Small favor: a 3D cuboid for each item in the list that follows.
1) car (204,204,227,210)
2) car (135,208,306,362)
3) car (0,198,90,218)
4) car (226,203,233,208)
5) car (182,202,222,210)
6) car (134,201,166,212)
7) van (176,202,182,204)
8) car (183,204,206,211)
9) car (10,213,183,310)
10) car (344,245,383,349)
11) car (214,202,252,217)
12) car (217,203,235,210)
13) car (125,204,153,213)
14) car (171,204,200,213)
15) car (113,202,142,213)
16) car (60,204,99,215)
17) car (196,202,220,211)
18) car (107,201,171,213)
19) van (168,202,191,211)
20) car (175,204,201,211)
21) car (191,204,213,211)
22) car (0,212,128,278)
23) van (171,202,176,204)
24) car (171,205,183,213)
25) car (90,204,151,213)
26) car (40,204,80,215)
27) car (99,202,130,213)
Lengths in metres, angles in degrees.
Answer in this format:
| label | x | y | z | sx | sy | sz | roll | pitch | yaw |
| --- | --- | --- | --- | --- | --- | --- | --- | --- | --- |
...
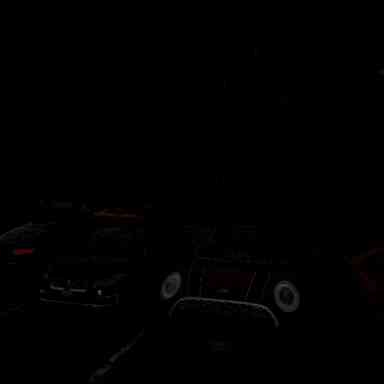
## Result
| label | x | y | z | sx | sy | sz | roll | pitch | yaw |
| --- | --- | --- | --- | --- | --- | --- | --- | --- | --- |
| car | 5.801 | 3.753 | 82.718 | 5.366 | 1.575 | 1.946 | 0 | -2 | 15 |
| car | 0.957 | 1.358 | 6.298 | 2.185 | 1.767 | 4.553 | 1 | -1 | 16 |
| car | -6.278 | 1.220 | 11.454 | 2.435 | 2.045 | 5.566 | 0 | -1 | 16 |
| car | 3.050 | 2.581 | 47.118 | 5.566 | 2.045 | 2.435 | 1 | -1 | 15 |
| car | 1.328 | 2.616 | 44.662 | 4.553 | 1.767 | 2.185 | 1 | -1 | 15 |
| car | -7.935 | 2.783 | 63.198 | 5.566 | 2.045 | 2.435 | 0 | -2 | 15 |
| van | -4.406 | 2.989 | 68.058 | 4.442 | 1.987 | 1.878 | 0 | -2 | 15 |
| car | 0.527 | 3.515 | 75.421 | 4.792 | 1.488 | 2.163 | 0 | -2 | 15 |
| car | -1.461 | 1.480 | 7.991 | 2.231 | 1.521 | 4.892 | 1 | -1 | 16 |
| car | 3.311 | 1.482 | 4.369 | 1.946 | 1.575 | 5.366 | 1 | -1 | 15 |
| car | 6.478 | 2.762 | 52.056 | 5.566 | 2.045 | 2.435 | 1 | -1 | 15 |
| car | 8.987 | 3.811 | 87.663 | 4.553 | 1.767 | 2.185 | 0 | -2 | 14 |
| car | -9.604 | 2.985 | 60.741 | 4.674 | 1.452 | 2.002 | 0 | -2 | 15 |
| car | -2.090 | 2.561 | 39.708 | 5.008 | 1.535 | 2.097 | 1 | -1 | 15 |
| car | -11.267 | 2.729 | 58.285 | 4.553 | 1.767 | 2.185 | 0 | -2 | 15 |
| car | -17.040 | 2.556 | 50.321 | 5.366 | 1.575 | 1.946 | 0 | -2 | 15 |
| car | 3.912 | 3.415 | 80.323 | 5.566 | 2.045 | 2.435 | 0 | -2 | 15 |
| car | -5.518 | 2.116 | 34.765 | 5.566 | 2.045 | 2.435 | 2 | -1 | 15 |
| van | -2.713 | 3.080 | 70.507 | 4.442 | 1.987 | 1.878 | 0 | -2 | 15 |
| car | -0.954 | 3.392 | 72.926 | 5.366 | 1.575 | 1.946 | 0 | -2 | 15 |
| car | 2.278 | 3.606 | 77.860 | 4.792 | 1.488 | 2.163 | 0 | -2 | 15 |
| car | -3.872 | 1.515 | 9.704 | 2.002 | 1.452 | 4.674 | 0 | -1 | 15 |
| van | -6.099 | 2.899 | 65.610 | 4.442 | 1.987 | 1.878 | 0 | -2 | 15 |
| car | -3.827 | 2.506 | 37.231 | 4.674 | 1.452 | 2.002 | 1 | -1 | 15 |
| car | -7.105 | 2.263 | 32.238 | 5.366 | 1.575 | 1.946 | 2 | -1 | 15 |
| car | -18.788 | 2.457 | 47.490 | 4.892 | 1.521 | 2.231 | 0 | -2 | 15 |
| car | -13.021 | 2.639 | 55.864 | 4.553 | 1.767 | 2.185 | 0 | -2 | 15 |
